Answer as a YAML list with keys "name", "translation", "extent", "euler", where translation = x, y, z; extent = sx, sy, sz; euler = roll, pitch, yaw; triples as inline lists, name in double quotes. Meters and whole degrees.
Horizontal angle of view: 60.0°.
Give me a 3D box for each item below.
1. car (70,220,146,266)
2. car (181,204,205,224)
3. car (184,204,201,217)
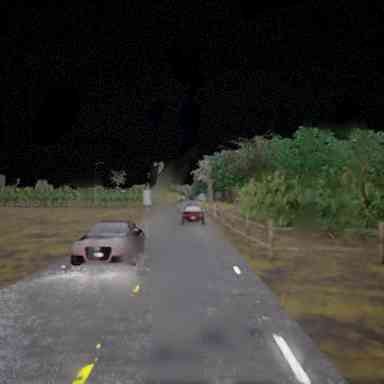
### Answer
- name: "car"
  translation: [-2.845, 1.739, 12.079]
  extent: [1.994, 1.385, 4.181]
  euler: [0, -1, 0]
- name: "car"
  translation: [0.093, 1.890, 28.538]
  extent: [1.882, 1.535, 5.008]
  euler: [0, -1, 0]
- name: "car"
  translation: [0.036, 2.144, 40.120]
  extent: [1.994, 1.385, 4.181]
  euler: [0, -1, 0]
